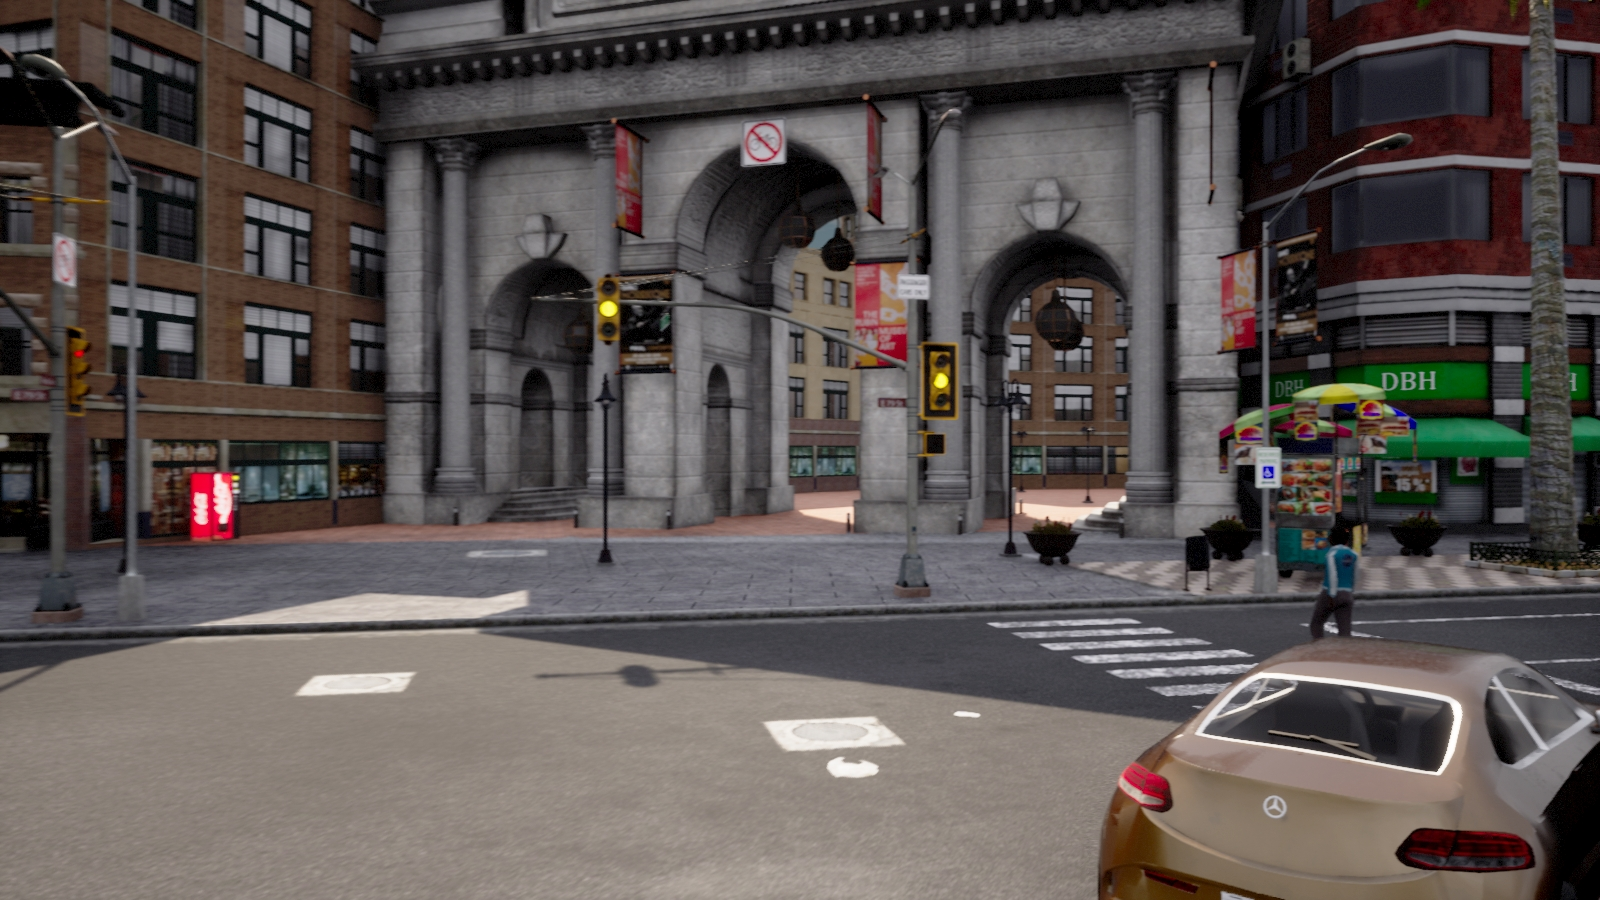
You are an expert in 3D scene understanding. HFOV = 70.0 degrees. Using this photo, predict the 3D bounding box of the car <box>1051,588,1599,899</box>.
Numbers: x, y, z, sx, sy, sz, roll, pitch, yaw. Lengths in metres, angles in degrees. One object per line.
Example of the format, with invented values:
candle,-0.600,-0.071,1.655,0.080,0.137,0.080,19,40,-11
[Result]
car,3.766,1.993,7.073,2.152,1.651,5.027,0,0,41

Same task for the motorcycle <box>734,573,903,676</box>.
motorcycle,0.223,2.213,14.679,2.033,1.145,0.803,0,0,-12

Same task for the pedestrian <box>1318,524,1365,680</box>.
pedestrian,6.655,1.851,14.055,0.375,1.860,0.375,0,0,-12
